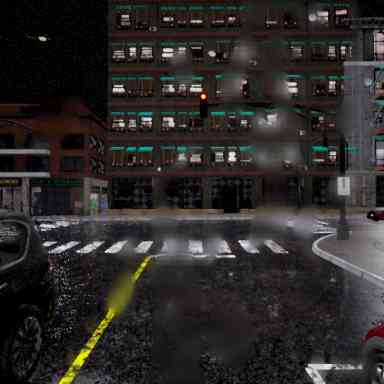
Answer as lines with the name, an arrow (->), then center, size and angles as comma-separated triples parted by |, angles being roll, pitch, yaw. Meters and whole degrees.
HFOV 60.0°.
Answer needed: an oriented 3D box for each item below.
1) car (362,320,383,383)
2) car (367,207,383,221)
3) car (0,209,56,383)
car -> 2.753, 1.441, 1.902 | 1.967, 1.590, 4.097 | 1, 0, 0
car -> 14.796, 1.452, 23.616 | 4.181, 1.385, 1.994 | -1, -1, 1
car -> -3.018, 1.223, 2.413 | 2.150, 2.045, 5.566 | 0, 0, 1
